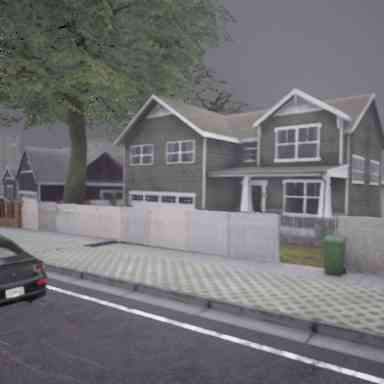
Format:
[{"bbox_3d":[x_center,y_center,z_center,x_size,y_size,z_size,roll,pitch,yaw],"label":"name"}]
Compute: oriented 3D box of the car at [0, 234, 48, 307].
[{"bbox_3d":[-4.916,1.576,7.061,4.674,1.442,1.812,0,0,36],"label":"car"}]
